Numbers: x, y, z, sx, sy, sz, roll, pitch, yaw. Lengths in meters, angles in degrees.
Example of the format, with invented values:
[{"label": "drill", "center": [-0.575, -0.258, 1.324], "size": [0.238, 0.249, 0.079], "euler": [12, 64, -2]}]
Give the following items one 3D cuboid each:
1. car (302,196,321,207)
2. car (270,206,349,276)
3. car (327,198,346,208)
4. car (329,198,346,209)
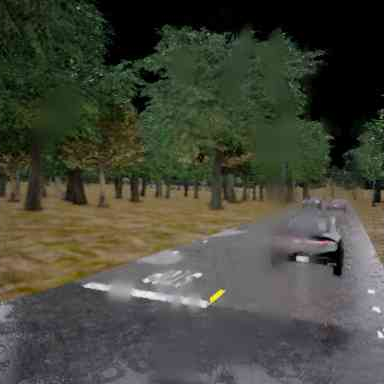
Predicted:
[{"label": "car", "center": [15.785, 1.270, 43.712], "size": [2.097, 1.767, 4.553], "euler": [1, 0, 25]}, {"label": "car", "center": [3.752, 1.444, 10.441], "size": [2.128, 1.511, 4.902], "euler": [1, 1, 25]}, {"label": "car", "center": [16.796, 1.502, 38.670], "size": [1.994, 1.385, 4.181], "euler": [1, 0, 25]}, {"label": "car", "center": [20.937, 1.539, 47.731], "size": [2.033, 1.411, 5.357], "euler": [1, 0, 25]}]
